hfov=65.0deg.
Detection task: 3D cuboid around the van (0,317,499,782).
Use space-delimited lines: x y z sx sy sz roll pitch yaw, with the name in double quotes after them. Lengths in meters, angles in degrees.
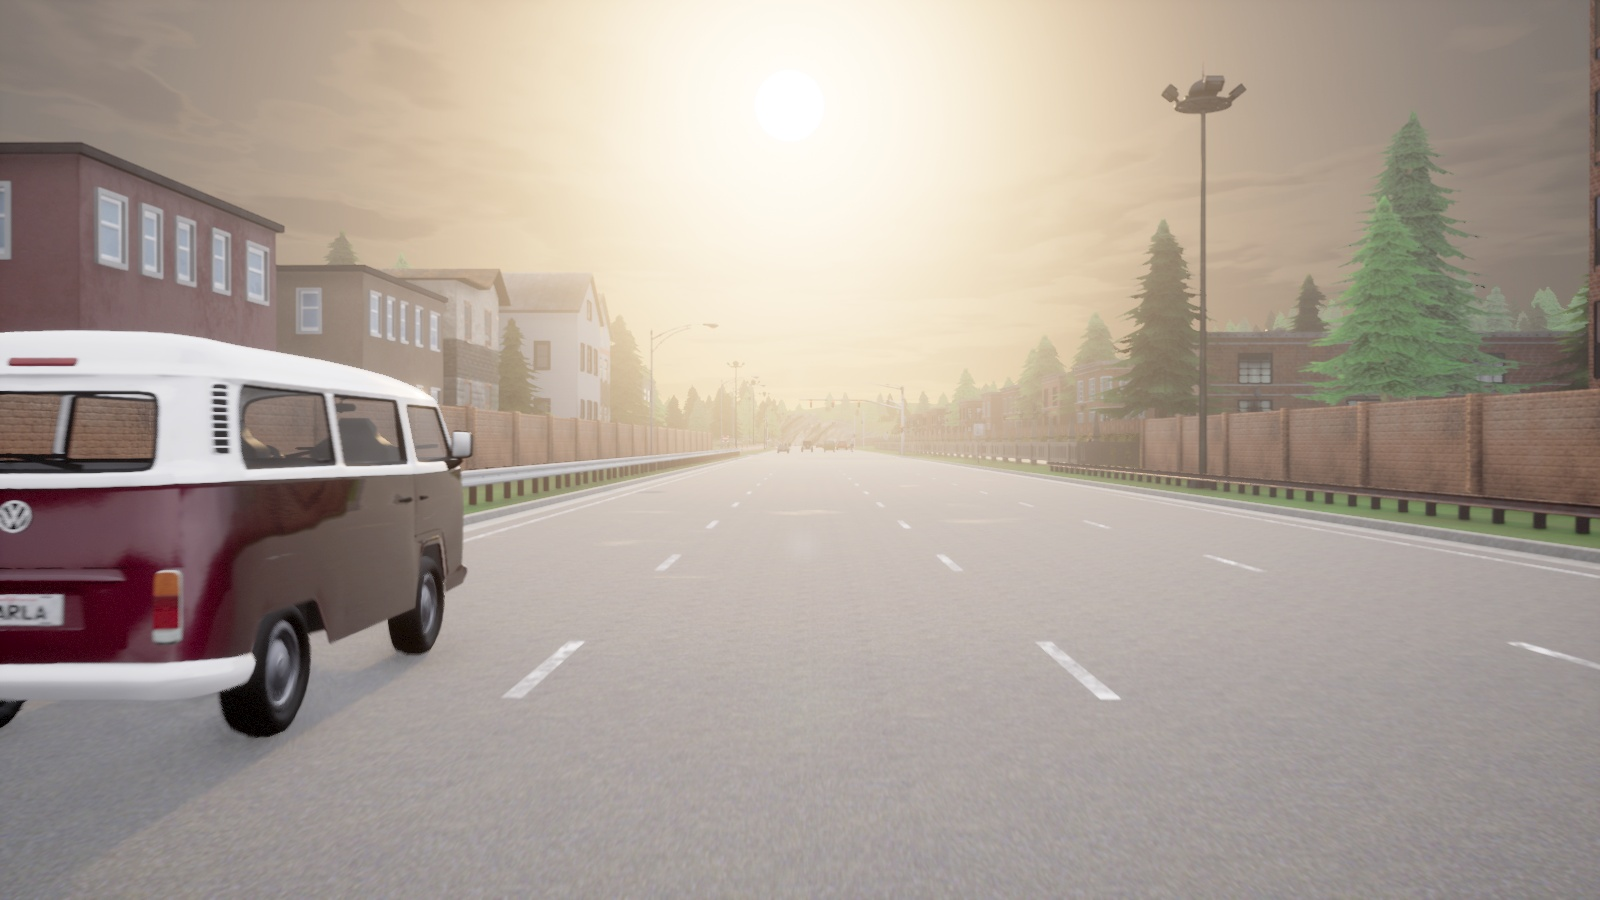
-3.440 0.423 7.748 2.069 2.038 4.480 0 0 0 "van"
